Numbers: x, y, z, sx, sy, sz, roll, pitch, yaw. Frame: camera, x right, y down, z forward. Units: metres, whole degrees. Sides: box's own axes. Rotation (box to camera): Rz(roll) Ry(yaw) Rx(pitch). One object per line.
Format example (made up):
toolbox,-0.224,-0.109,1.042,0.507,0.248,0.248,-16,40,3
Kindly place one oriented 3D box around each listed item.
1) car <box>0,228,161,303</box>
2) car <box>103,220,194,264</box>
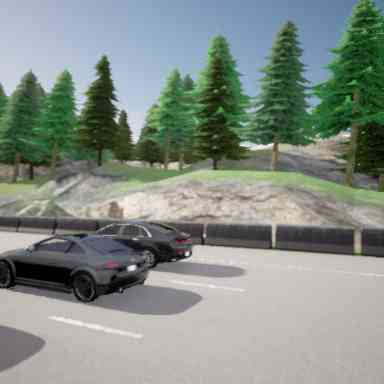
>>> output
car,-3.208,1.777,8.707,4.181,1.385,1.994,0,-2,26
car,-2.326,1.811,12.167,4.892,1.490,1.837,0,-1,26
